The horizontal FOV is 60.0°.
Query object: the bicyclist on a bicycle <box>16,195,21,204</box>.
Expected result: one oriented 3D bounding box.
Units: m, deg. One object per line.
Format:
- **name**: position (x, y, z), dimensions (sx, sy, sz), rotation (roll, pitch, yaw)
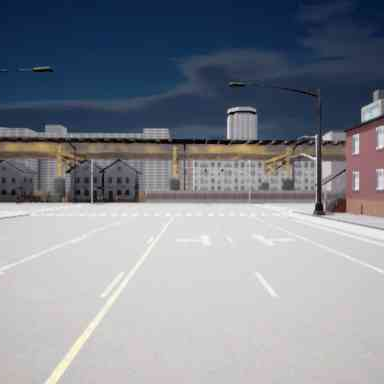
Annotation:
- **bicyclist on a bicycle**: position (-31.039, 1.274, 59.443), dimensions (0.582, 1.620, 1.656), rotation (0, 0, 0)
